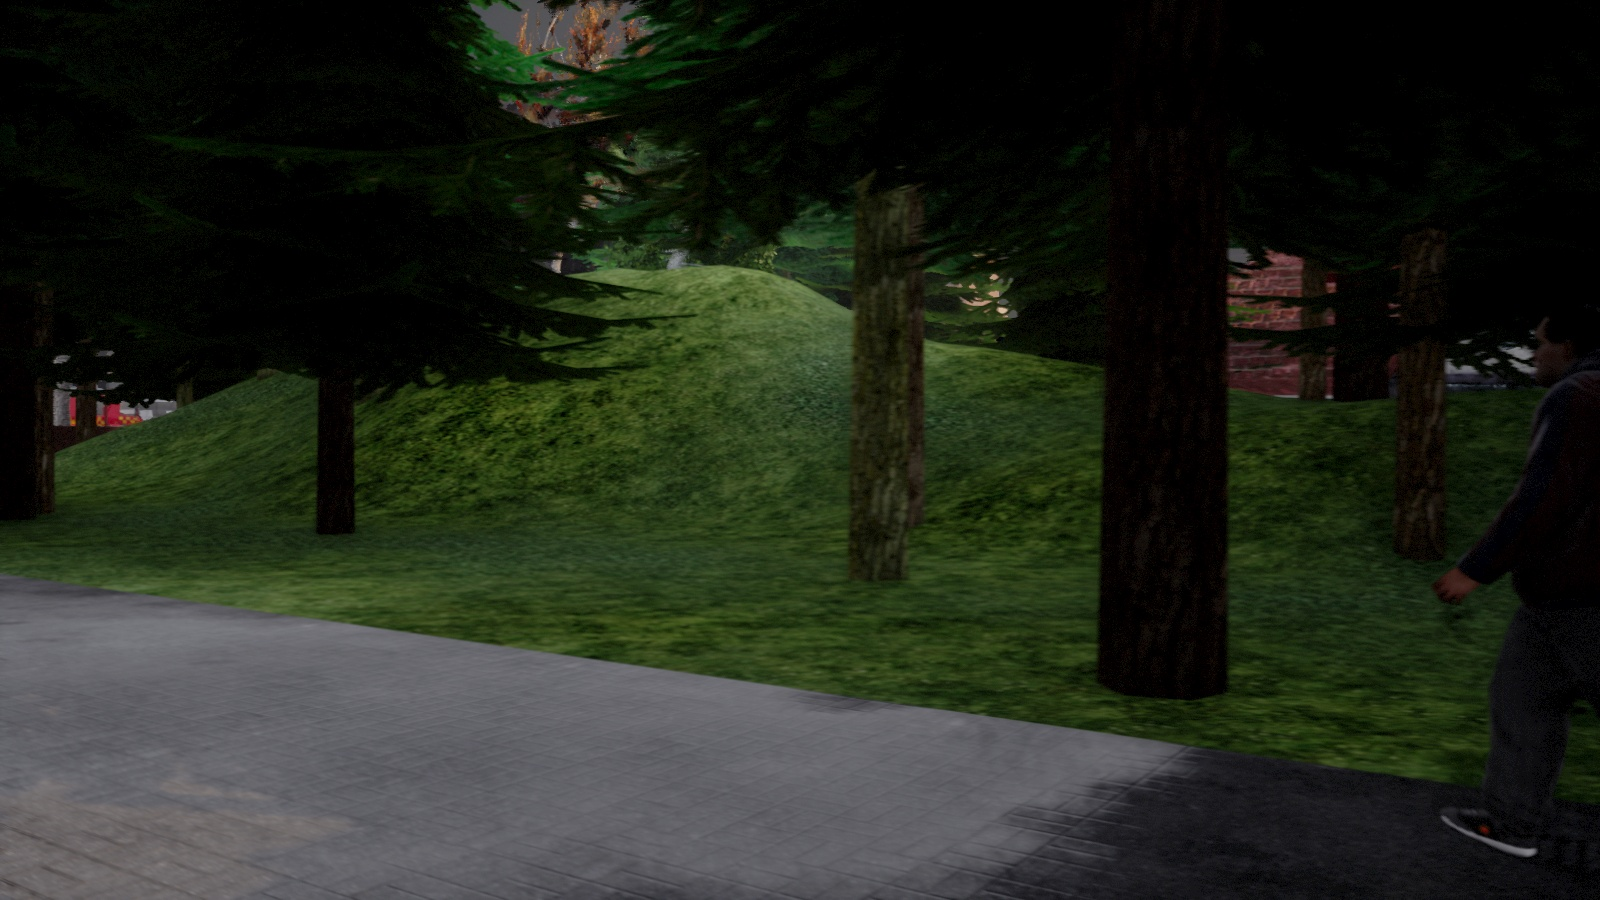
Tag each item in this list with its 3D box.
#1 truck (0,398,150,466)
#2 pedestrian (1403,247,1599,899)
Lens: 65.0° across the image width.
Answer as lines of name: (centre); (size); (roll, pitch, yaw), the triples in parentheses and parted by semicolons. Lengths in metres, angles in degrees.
truck: (-43.711, -1.058, 74.797); (2.891, 3.827, 8.468); (0, 1, 34)
pedestrian: (2.357, 0.370, 3.659); (0.634, 1.844, 0.899); (-1, 1, -40)
